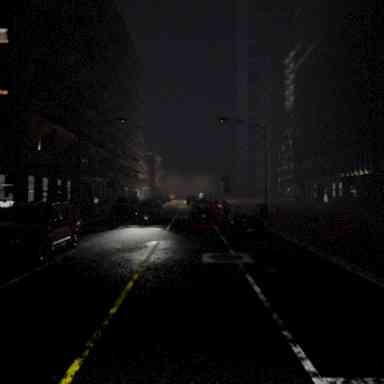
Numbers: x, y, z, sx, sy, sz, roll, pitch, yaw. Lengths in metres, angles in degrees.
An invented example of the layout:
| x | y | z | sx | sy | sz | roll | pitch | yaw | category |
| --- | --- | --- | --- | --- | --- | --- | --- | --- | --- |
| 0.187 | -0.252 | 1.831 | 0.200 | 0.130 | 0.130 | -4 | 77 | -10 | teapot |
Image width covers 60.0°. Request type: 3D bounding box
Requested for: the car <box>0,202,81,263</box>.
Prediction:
| x | y | z | sx | sy | sz | roll | pitch | yaw | category |
| --- | --- | --- | --- | --- | --- | --- | --- | --- | --- |
| -5.670 | 1.314 | 12.201 | 2.192 | 1.841 | 5.009 | 1 | 0 | 0 | car |

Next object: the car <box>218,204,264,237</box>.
| x | y | z | sx | sy | sz | roll | pitch | yaw | category |
| --- | --- | --- | --- | --- | --- | --- | --- | --- | --- |
| 2.708 | 1.549 | 17.767 | 2.008 | 1.369 | 4.403 | 1 | 0 | 0 | car |

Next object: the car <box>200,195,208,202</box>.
| x | y | z | sx | sy | sz | roll | pitch | yaw | category |
| --- | --- | --- | --- | --- | --- | --- | --- | --- | --- |
| 2.730 | 1.528 | 79.201 | 1.752 | 1.417 | 4.829 | 1 | 0 | 0 | car |

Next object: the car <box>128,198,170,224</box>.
| x | y | z | sx | sy | sz | roll | pitch | yaw | category |
| --- | --- | --- | --- | --- | --- | --- | --- | --- | --- |
| -3.090 | 1.489 | 24.857 | 2.128 | 1.511 | 4.902 | 0 | 0 | 0 | car |

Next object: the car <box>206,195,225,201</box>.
| x | y | z | sx | sy | sz | roll | pitch | yaw | category |
| --- | --- | --- | --- | --- | --- | --- | --- | --- | --- |
| 2.715 | 1.438 | 34.474 | 1.967 | 1.590 | 4.097 | 1 | 0 | 0 | car |

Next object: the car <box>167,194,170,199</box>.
| x | y | z | sx | sy | sz | roll | pitch | yaw | category |
| --- | --- | --- | --- | --- | --- | --- | --- | --- | --- |
| -5.656 | 1.526 | 62.158 | 1.752 | 1.417 | 4.829 | 1 | 0 | 0 | car |

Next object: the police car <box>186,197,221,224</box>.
| x | y | z | sx | sy | sz | roll | pitch | yaw | category |
| --- | --- | --- | --- | --- | --- | --- | --- | --- | --- |
| 0.694 | 1.423 | 25.119 | 1.930 | 1.638 | 5.238 | 0 | 0 | -2 | police car |

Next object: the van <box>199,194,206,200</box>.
| x | y | z | sx | sy | sz | roll | pitch | yaw | category |
| --- | --- | --- | --- | --- | --- | --- | --- | --- | --- |
| 2.737 | 1.347 | 90.172 | 1.690 | 1.788 | 3.998 | 1 | 0 | 0 | van |

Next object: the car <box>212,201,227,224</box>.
| x | y | z | sx | sy | sz | roll | pitch | yaw | category |
| --- | --- | --- | --- | --- | --- | --- | --- | --- | --- |
| 2.710 | 1.549 | 23.335 | 2.008 | 1.369 | 4.403 | 1 | 0 | 0 | car |

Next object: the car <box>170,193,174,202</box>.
| x | y | z | sx | sy | sz | roll | pitch | yaw | category |
| --- | --- | --- | --- | --- | --- | --- | --- | --- | --- |
| -5.652 | 1.553 | 73.466 | 2.008 | 1.369 | 4.403 | 1 | 0 | 0 | car |

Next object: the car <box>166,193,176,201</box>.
| x | y | z | sx | sy | sz | roll | pitch | yaw | category |
| --- | --- | --- | --- | --- | --- | --- | --- | --- | --- |
| -5.643 | 1.321 | 90.176 | 2.192 | 1.841 | 5.009 | 1 | 0 | 0 | car |

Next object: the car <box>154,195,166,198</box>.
| x | y | z | sx | sy | sz | roll | pitch | yaw | category |
| --- | --- | --- | --- | --- | --- | --- | --- | --- | --- |
| -5.661 | 1.550 | 51.188 | 2.008 | 1.369 | 4.403 | 1 | 0 | 0 | car |

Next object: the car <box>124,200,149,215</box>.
| x | y | z | sx | sy | sz | roll | pitch | yaw | category |
| --- | --- | --- | --- | --- | --- | --- | --- | --- | --- |
| -5.666 | 1.543 | 34.479 | 1.887 | 1.381 | 4.507 | 1 | 0 | 0 | car |

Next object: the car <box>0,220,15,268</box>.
| x | y | z | sx | sy | sz | roll | pitch | yaw | category |
| --- | --- | --- | --- | --- | --- | --- | --- | --- | --- |
| -5.676 | 1.525 | 6.461 | 1.752 | 1.417 | 4.829 | 1 | 0 | 0 | car |

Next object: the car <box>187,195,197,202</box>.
| x | y | z | sx | sy | sz | roll | pitch | yaw | category |
| --- | --- | --- | --- | --- | --- | --- | --- | --- | --- |
| 0.028 | 1.446 | 75.306 | 2.128 | 1.511 | 4.902 | 0 | 0 | 0 | car |

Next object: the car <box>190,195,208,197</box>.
| x | y | z | sx | sy | sz | roll | pitch | yaw | category |
| --- | --- | --- | --- | --- | --- | --- | --- | --- | --- |
| 0.893 | 1.454 | 35.213 | 1.801 | 1.575 | 5.366 | 0 | 0 | 0 | car |

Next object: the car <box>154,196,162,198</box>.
| x | y | z | sx | sy | sz | roll | pitch | yaw | category |
| --- | --- | --- | --- | --- | --- | --- | --- | --- | --- |
| -5.662 | 1.564 | 45.618 | 1.947 | 1.339 | 4.313 | 1 | 0 | 0 | car |

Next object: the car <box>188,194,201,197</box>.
| x | y | z | sx | sy | sz | roll | pitch | yaw | category |
| --- | --- | --- | --- | --- | --- | --- | --- | --- | --- |
| 0.022 | 1.352 | 59.188 | 2.097 | 1.767 | 4.553 | 0 | 0 | 0 | car |

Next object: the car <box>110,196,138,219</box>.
| x | y | z | sx | sy | sz | roll | pitch | yaw | category |
| --- | --- | --- | --- | --- | --- | --- | --- | --- | --- |
| -5.665 | 1.313 | 28.909 | 2.192 | 1.841 | 5.009 | 1 | 0 | 0 | car |

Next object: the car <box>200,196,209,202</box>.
| x | y | z | sx | sy | sz | roll | pitch | yaw | category |
| --- | --- | --- | --- | --- | --- | --- | --- | --- | --- |
| 2.728 | 1.584 | 73.462 | 1.802 | 1.307 | 4.206 | 1 | 0 | 0 | car |
